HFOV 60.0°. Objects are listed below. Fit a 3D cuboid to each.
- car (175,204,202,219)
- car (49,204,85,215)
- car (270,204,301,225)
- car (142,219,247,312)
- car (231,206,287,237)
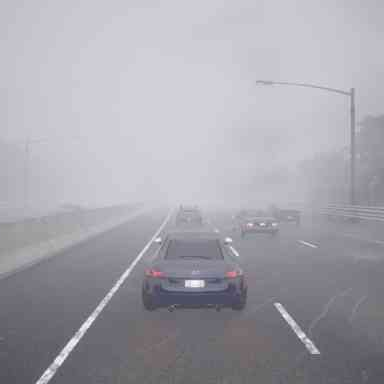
[{"bbox_3d":[-0.256,1.647,24.612,2.128,1.511,4.902,0,-1,-1],"label":"car"},{"bbox_3d":[-11.101,1.764,30.047,2.033,1.411,5.357,0,-1,-2],"label":"car"},{"bbox_3d":[6.722,1.641,25.555,1.882,1.535,5.008,0,-1,-2],"label":"car"},{"bbox_3d":[0.032,1.574,7.804,1.994,1.385,4.181,0,0,0],"label":"car"},{"bbox_3d":[3.376,1.637,18.568,2.033,1.411,5.357,0,-1,-1],"label":"car"}]
